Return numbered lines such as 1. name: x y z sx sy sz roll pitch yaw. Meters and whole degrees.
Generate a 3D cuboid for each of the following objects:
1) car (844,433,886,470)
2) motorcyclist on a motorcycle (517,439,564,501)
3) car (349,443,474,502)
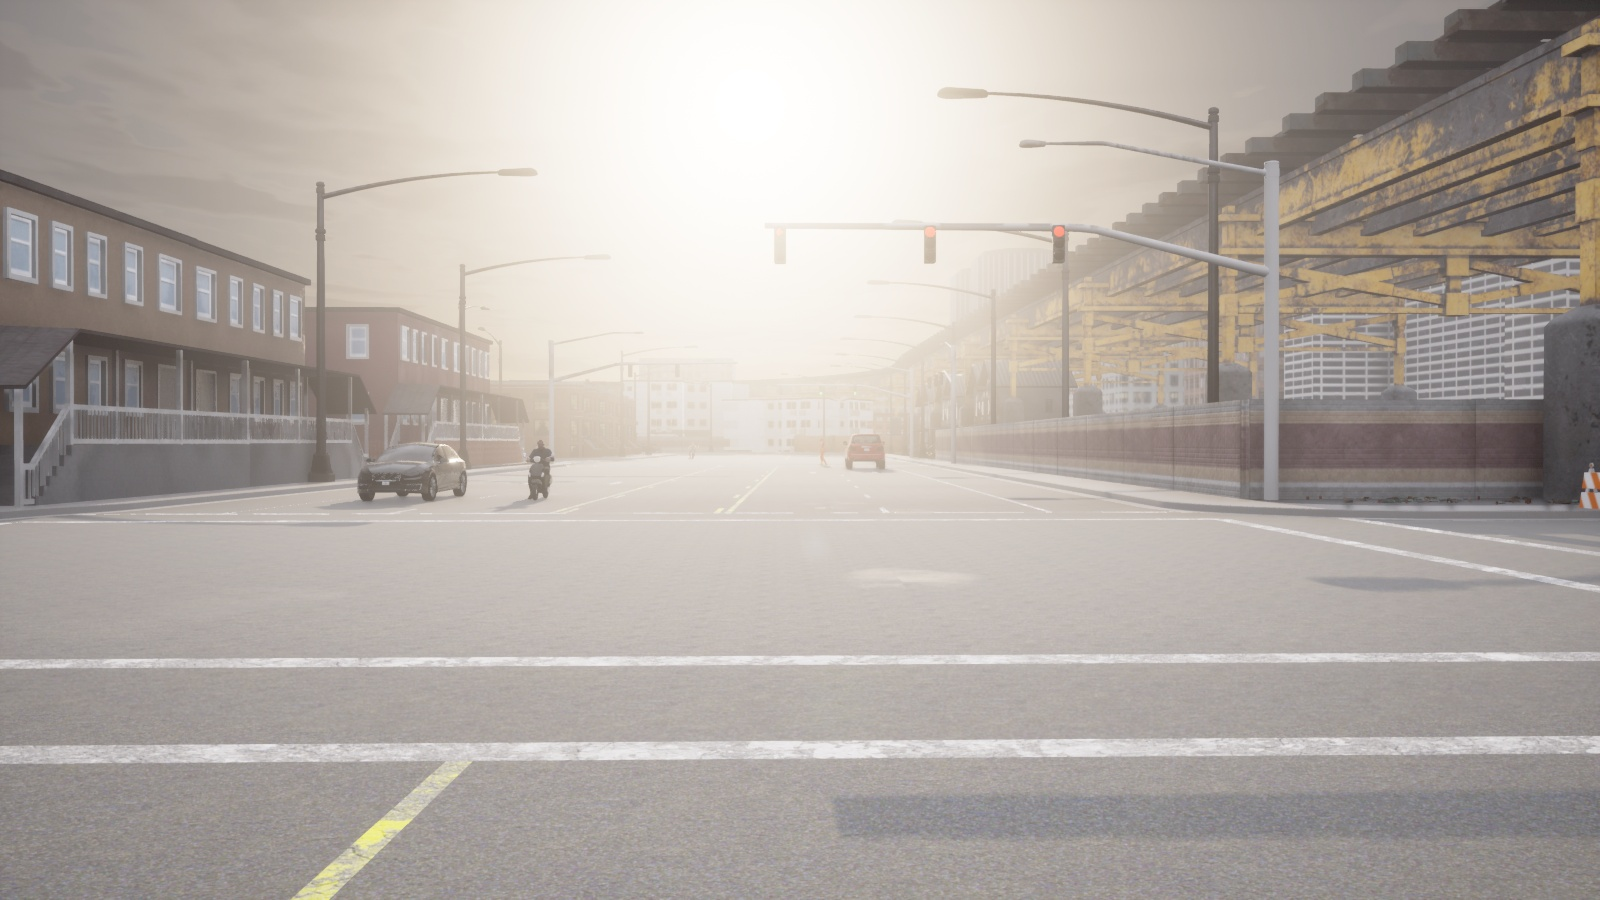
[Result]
1. car: 3.729 0.061 72.617 2.150 2.045 5.566 0 1 0
2. motorcyclist on a motorcycle: -6.884 0.506 33.335 0.866 1.590 1.817 0 0 0
3. car: -10.382 0.552 33.928 1.837 1.490 4.892 0 0 0
